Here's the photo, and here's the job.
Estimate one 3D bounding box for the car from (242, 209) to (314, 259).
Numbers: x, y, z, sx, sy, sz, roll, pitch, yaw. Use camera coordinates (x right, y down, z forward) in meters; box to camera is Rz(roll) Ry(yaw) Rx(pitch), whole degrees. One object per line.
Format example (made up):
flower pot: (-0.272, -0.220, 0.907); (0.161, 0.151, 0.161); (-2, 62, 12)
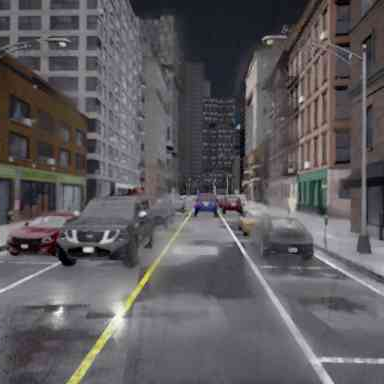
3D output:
car: (3.245, 1.578, 12.561); (2.008, 1.369, 4.403); (1, 0, 2)

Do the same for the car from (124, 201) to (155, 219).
car: (-4.584, 1.516, 29.726); (1.947, 1.339, 4.313); (1, 0, 2)

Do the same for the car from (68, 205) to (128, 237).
car: (-5.044, 1.516, 18.517); (1.947, 1.339, 4.313); (1, 0, 2)

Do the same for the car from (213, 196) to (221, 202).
car: (6.001, 1.587, 79.817); (1.802, 1.307, 4.206); (1, 0, 2)

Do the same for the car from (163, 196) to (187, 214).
car: (-1.613, 1.534, 34.987); (1.837, 1.490, 4.892); (1, 0, 2)

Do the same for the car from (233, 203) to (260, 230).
car: (3.482, 1.552, 18.337); (1.752, 1.417, 4.829); (1, 0, 2)

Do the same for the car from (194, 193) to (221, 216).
car: (1.344, 1.225, 32.314); (2.150, 2.045, 5.566); (1, 0, 2)

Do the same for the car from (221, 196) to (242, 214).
car: (4.169, 1.341, 34.980); (2.192, 1.841, 5.009); (1, 0, 2)

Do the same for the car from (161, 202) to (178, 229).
car: (-2.246, 1.575, 21.819); (1.895, 1.301, 4.718); (1, 0, 3)

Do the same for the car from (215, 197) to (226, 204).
car: (5.312, 1.583, 63.003); (1.947, 1.339, 4.313); (1, 0, 2)

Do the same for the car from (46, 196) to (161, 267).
car: (-2.663, 1.196, 11.681); (2.150, 2.045, 5.566); (1, 0, 2)

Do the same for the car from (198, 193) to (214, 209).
car: (1.944, 1.218, 47.381); (2.150, 2.045, 5.566); (1, 0, 2)

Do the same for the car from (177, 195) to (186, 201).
car: (-2.516, 1.479, 80.167); (2.008, 1.369, 4.403); (1, 0, 2)

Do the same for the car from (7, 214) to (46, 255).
car: (-5.273, 1.495, 12.911); (1.887, 1.381, 4.507); (1, 0, 2)

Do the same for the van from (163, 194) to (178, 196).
van: (-3.661, 1.287, 52.144); (1.690, 1.788, 3.998); (1, 0, 2)

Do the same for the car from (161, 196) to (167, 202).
car: (-4.125, 1.531, 40.934); (1.802, 1.307, 4.206); (1, 0, 2)

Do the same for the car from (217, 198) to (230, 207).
car: (4.852, 1.605, 51.794); (1.802, 1.307, 4.206); (1, 0, 2)

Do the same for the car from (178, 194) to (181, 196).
car: (-3.433, 1.384, 57.749); (1.967, 1.590, 4.097); (1, 0, 2)

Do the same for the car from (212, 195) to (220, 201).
car: (6.231, 1.545, 85.422); (1.887, 1.381, 4.507); (1, 0, 2)

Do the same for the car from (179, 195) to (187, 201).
car: (-2.286, 1.469, 85.772); (1.887, 1.381, 4.507); (1, 0, 2)

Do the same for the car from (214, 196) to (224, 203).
car: (5.542, 1.559, 68.608); (1.887, 1.381, 4.507); (1, 0, 2)

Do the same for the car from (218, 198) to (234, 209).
car: (4.623, 1.569, 46.189); (1.887, 1.381, 4.507); (1, 0, 2)
